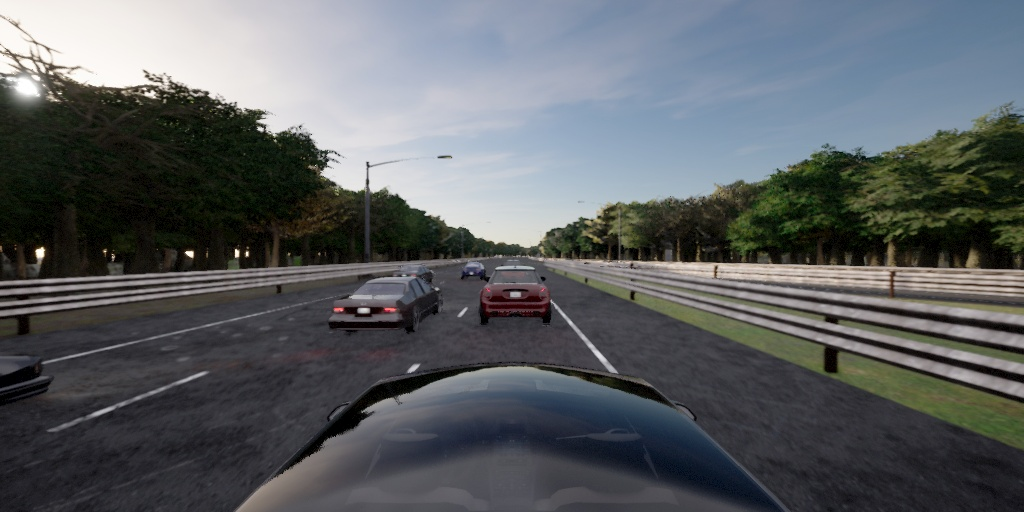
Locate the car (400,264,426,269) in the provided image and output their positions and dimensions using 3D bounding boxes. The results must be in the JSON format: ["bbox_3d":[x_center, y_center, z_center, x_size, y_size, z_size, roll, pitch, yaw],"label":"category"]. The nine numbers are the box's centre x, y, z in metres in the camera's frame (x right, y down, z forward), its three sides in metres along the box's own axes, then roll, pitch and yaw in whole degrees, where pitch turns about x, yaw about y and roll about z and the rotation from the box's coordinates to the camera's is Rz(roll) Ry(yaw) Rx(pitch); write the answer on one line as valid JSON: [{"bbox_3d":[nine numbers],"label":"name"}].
[{"bbox_3d":[-6.886,1.305,25.453,2.033,1.411,5.357,1,0,0],"label":"car"}]

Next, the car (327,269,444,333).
[{"bbox_3d":[-3.397,1.301,10.732,2.033,1.411,5.357,0,0,0],"label":"car"}]

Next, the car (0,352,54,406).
[{"bbox_3d":[-6.897,1.287,2.125,2.033,1.411,5.357,0,0,0],"label":"car"}]

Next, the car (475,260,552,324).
[{"bbox_3d":[0.101,1.106,12.189,2.097,1.767,4.553,0,0,0],"label":"car"}]

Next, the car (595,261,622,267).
[{"bbox_3d":[13.672,1.438,50.969,2.033,1.411,5.357,0,0,-14],"label":"car"}]

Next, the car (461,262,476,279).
[{"bbox_3d":[-3.385,1.283,32.284,1.812,1.442,4.674,1,-1,0],"label":"car"}]
